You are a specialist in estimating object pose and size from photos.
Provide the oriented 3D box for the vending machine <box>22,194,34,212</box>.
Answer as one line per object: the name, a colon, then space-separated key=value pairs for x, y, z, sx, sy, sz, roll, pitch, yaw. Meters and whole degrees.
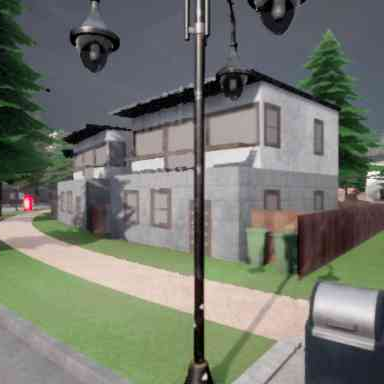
vending machine: x=-19.287 y=1.321 z=39.179 sx=1.100 sy=2.100 sz=0.880 roll=0 pitch=0 yaw=-8
